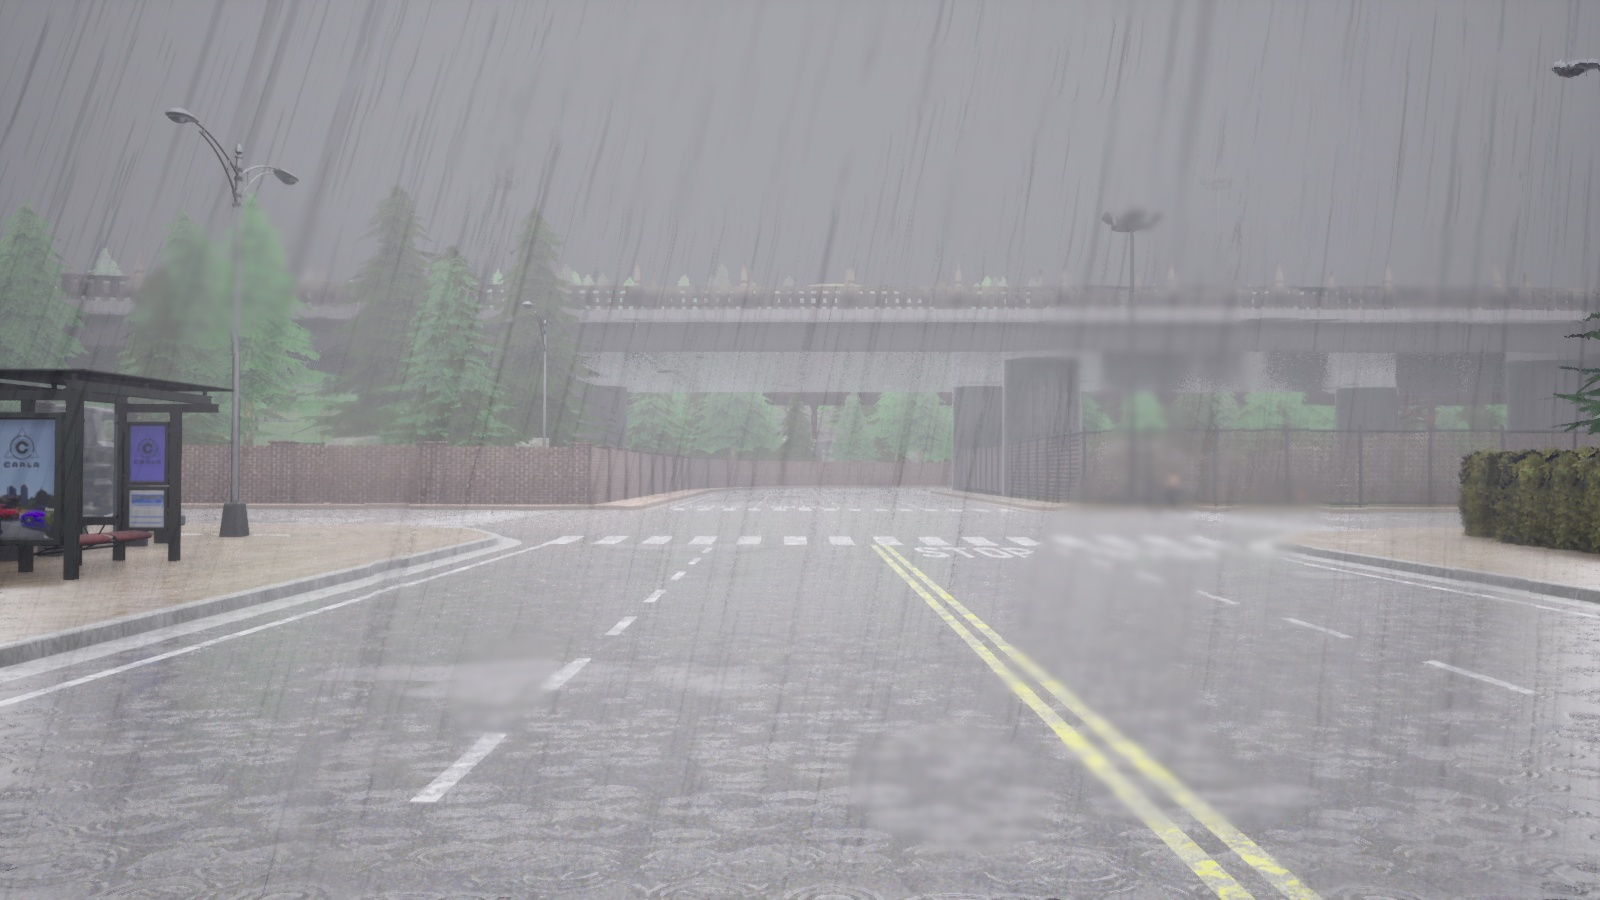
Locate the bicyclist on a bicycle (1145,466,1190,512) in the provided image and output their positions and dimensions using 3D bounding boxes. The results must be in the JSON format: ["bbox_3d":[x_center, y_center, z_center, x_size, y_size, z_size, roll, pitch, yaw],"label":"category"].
[{"bbox_3d":[13.126,1.396,44.861,1.509,1.612,0.866,-1,-3,15],"label":"bicyclist on a bicycle"}]

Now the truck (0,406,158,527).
[{"bbox_3d":[-23.793,0.497,37.279,7.936,3.462,2.891,0,-1,-2],"label":"truck"}]
